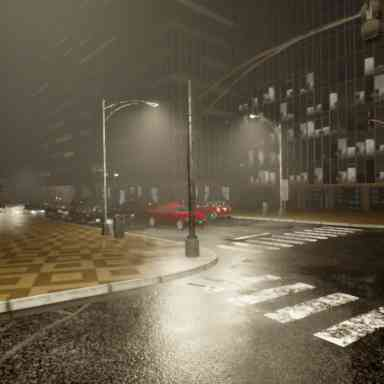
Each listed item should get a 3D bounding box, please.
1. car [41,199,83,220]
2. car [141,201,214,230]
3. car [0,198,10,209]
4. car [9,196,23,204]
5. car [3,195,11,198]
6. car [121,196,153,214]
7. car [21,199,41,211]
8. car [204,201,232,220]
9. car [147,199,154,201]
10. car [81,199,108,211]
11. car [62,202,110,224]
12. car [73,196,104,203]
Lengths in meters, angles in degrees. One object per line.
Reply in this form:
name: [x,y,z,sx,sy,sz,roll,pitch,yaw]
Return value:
car: [-12.364,1.705,31.435,1.967,1.590,4.097,-2,1,-41]
car: [-1.104,1.608,22.395,1.882,1.535,5.008,-2,1,-41]
car: [-30.821,2.005,52.765,1.802,1.307,4.206,-2,1,-41]
car: [-39.267,1.941,75.325,1.947,1.339,4.313,-2,1,-41]
car: [-42.965,1.950,79.597,1.887,1.381,4.507,-2,1,-41]
car: [-5.990,1.407,36.878,2.192,1.841,5.009,-2,1,-41]
car: [-21.982,1.875,46.641,1.994,1.385,4.181,-2,1,-41]
car: [1.411,1.468,28.341,1.967,1.590,4.097,-2,1,-41]
car: [-2.285,1.642,32.613,1.802,1.307,4.206,-2,1,-41]
car: [-13.380,1.722,45.426,1.947,1.339,4.313,-2,1,-41]
car: [-8.669,1.798,27.171,1.947,1.339,4.313,-2,1,-41]
car: [-10.214,1.432,32.928,2.150,2.045,5.566,-2,1,-40]
